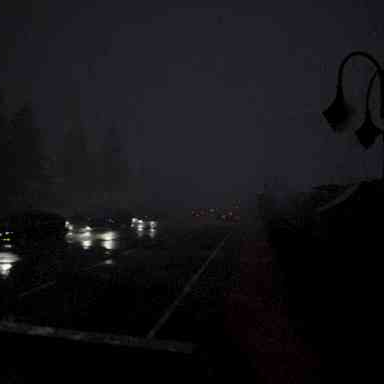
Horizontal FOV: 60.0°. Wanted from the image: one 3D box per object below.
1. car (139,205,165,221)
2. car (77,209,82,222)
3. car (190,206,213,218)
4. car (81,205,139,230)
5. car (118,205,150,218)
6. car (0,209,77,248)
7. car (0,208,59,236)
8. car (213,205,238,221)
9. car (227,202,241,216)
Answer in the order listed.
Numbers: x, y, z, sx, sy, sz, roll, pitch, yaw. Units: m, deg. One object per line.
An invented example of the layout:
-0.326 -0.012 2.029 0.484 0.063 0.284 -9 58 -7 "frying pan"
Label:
-4.203 2.266 34.804 1.994 1.385 4.181 2 -1 10 "car"
-8.746 1.919 29.529 1.882 1.535 5.008 2 -1 11 "car"
1.114 2.662 43.372 1.895 1.301 4.718 2 -1 11 "car"
-6.016 1.905 25.114 1.882 1.535 5.008 2 -1 11 "car"
-6.795 2.284 39.875 2.033 1.411 5.357 2 -1 11 "car"
-7.767 1.667 15.783 1.837 1.490 4.892 2 -1 11 "car"
-10.405 1.755 20.693 1.994 1.385 4.181 2 -1 11 "car"
4.047 2.597 39.739 1.812 1.442 4.674 2 -2 11 "car"
6.599 2.680 53.441 2.150 2.045 5.566 2 -1 11 "car"
